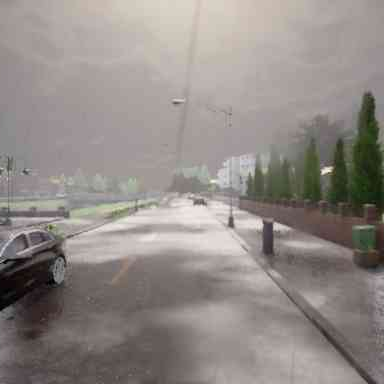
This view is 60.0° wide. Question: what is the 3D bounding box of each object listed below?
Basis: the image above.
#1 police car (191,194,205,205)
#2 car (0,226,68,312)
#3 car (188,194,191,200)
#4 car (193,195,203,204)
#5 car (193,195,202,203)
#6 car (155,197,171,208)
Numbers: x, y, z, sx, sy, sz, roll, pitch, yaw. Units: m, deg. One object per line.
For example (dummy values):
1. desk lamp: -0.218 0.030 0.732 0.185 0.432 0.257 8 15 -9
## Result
1. police car: 1.205 1.445 57.522 1.930 1.638 5.238 0 0 0
2. car: -4.099 1.494 6.645 2.128 1.511 4.902 0 0 0
3. car: 0.010 1.471 92.262 1.994 1.385 4.181 0 0 0
4. car: 1.206 1.501 67.412 1.882 1.535 5.008 0 0 0
5. car: 1.207 1.530 73.412 1.837 1.490 4.892 0 0 0
6. car: -4.076 1.506 47.274 2.128 1.511 4.902 0 0 0
